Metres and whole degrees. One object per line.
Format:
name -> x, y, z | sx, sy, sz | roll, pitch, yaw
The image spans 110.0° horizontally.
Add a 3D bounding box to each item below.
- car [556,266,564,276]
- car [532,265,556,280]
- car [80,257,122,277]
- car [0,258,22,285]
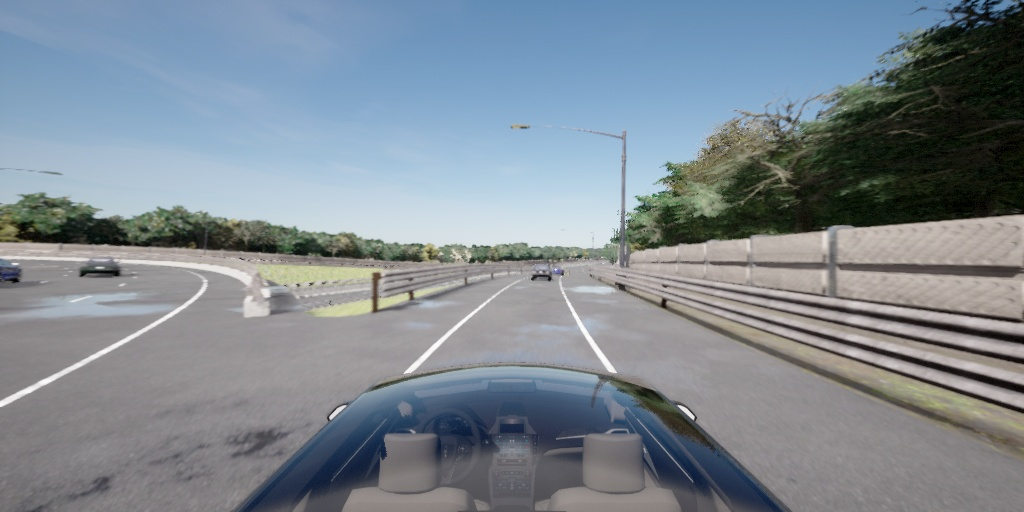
car -> 7.668, 2.435, 61.271 | 2.097, 1.767, 4.553 | 1, -3, 13
car -> 2.944, 1.563, 34.693 | 2.033, 1.411, 5.357 | 1, -1, 8
car -> -30.540, 0.766, 26.694 | 4.181, 1.385, 1.994 | 1, 0, 43
car -> -27.122, 0.741, 18.262 | 1.882, 1.535, 5.008 | 2, 0, -42
